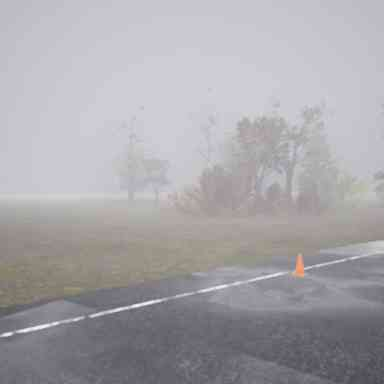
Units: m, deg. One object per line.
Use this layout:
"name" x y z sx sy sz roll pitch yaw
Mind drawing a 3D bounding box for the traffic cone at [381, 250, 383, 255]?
"traffic cone" 7.073 1.972 12.071 0.340 0.580 0.340 0 0 -35

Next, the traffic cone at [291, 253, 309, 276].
"traffic cone" 2.975 1.975 9.160 0.340 0.580 0.340 0 0 -36
